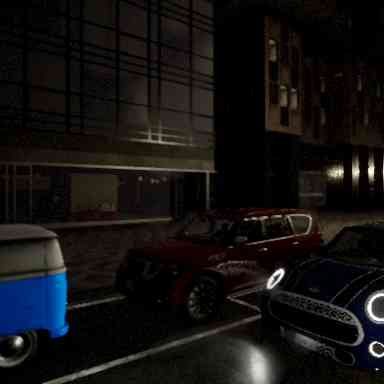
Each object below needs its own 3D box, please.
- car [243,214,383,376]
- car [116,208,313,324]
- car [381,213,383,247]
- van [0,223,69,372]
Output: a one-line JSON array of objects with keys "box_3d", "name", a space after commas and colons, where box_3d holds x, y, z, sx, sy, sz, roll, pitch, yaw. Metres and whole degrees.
[{"box_3d": [3.281, 1.346, 5.647, 4.553, 1.767, 2.097, 0, 0, -36], "name": "car"}, {"box_3d": [0.929, 1.317, 7.346, 5.009, 1.841, 2.192, 0, 0, -36], "name": "car"}, {"box_3d": [10.009, 1.530, 13.936, 4.403, 1.369, 2.008, 0, 0, -36], "name": "car"}, {"box_3d": [-3.611, 1.354, 4.051, 3.998, 1.788, 1.690, 0, 0, -36], "name": "van"}]
